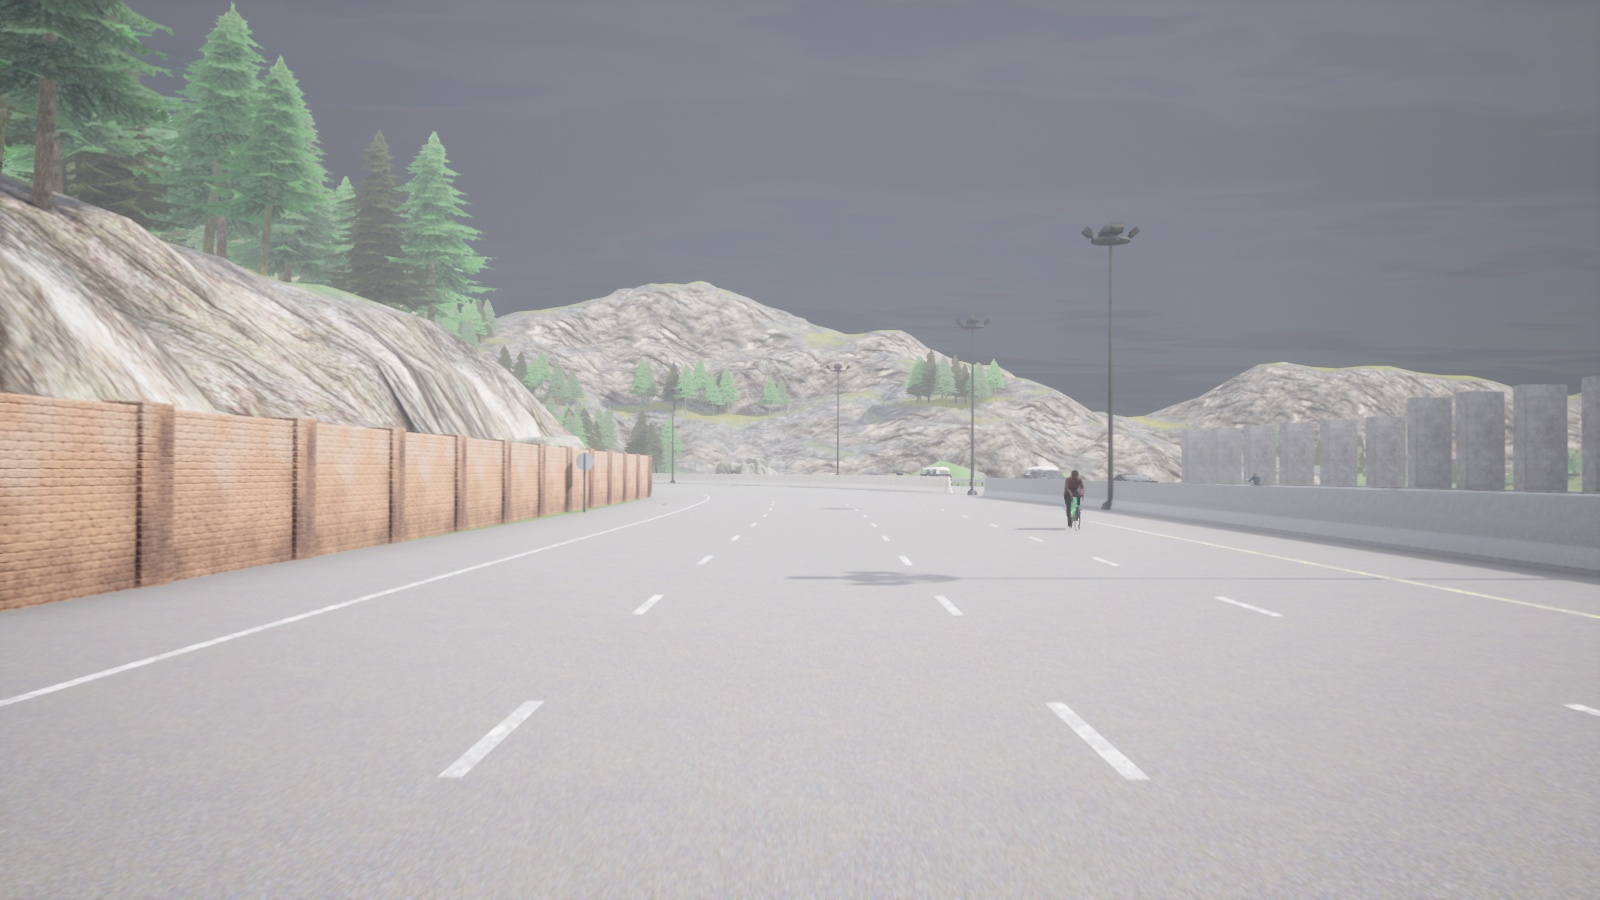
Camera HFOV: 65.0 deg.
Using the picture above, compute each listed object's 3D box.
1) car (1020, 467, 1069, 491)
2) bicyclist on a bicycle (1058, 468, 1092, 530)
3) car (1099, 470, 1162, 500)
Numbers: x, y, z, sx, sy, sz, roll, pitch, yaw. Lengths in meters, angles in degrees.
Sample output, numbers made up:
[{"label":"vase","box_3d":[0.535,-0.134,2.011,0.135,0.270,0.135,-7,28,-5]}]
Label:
[{"label":"car","box_3d":[18.366,2.180,94.438,2.097,1.767,4.553,0,-1,-10]},{"label":"bicyclist on a bicycle","box_3d":[7.357,1.302,33.674,0.582,1.620,1.656,0,-1,1]},{"label":"car","box_3d":[17.807,1.858,67.925,1.882,1.535,5.008,0,-1,-2]}]
